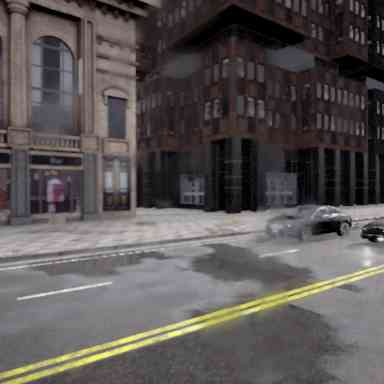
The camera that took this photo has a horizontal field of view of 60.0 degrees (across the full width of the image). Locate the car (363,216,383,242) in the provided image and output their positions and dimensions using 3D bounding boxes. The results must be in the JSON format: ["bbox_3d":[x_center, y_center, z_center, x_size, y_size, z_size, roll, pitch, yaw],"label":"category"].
[{"bbox_3d":[9.470,1.406,14.349,5.357,1.411,2.033,-1,0,-35],"label":"car"}]

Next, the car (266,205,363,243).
[{"bbox_3d":[5.543,1.373,15.568,4.902,1.511,2.128,0,0,-35],"label":"car"}]
